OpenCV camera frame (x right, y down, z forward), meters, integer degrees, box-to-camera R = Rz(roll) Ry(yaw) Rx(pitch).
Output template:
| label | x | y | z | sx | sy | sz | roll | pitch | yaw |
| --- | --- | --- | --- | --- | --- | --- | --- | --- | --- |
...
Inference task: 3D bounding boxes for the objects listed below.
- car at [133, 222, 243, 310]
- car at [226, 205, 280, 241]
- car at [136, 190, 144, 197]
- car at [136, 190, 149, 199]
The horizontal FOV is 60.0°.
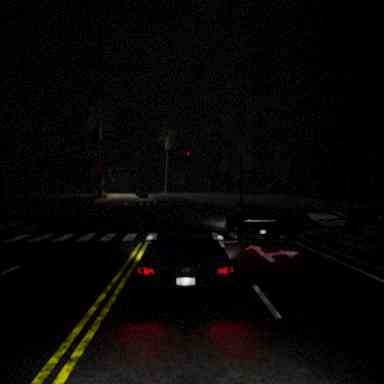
| label | x | y | z | sx | sy | sz | roll | pitch | yaw |
| --- | --- | --- | --- | --- | --- | --- | --- | --- | --- |
| car | -0.158 | 1.515 | 7.811 | 1.994 | 1.385 | 4.181 | 0 | 0 | -1 |
| car | 2.786 | 1.392 | 16.035 | 2.128 | 1.511 | 4.902 | 0 | 0 | -3 |
| car | -12.845 | 0.273 | 81.975 | 1.882 | 1.535 | 5.008 | 0 | 1 | -12 |
| car | -9.606 | 0.652 | 65.982 | 2.033 | 1.411 | 5.357 | 0 | 1 | -10 |
